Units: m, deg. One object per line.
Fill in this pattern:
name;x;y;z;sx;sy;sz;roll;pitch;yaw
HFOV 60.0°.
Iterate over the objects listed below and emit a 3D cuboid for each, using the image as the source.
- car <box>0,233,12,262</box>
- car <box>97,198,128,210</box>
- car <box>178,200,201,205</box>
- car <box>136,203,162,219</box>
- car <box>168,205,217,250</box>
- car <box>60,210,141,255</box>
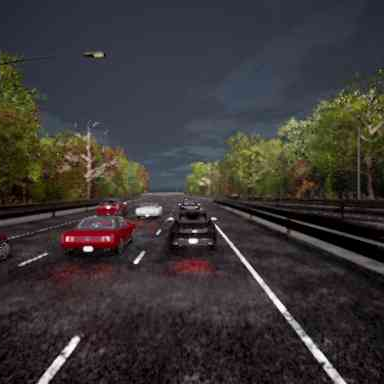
car;-6.940;1.526;9.202;1.812;1.442;4.674;0;0;0
car;-7.228;1.363;30.657;2.097;1.767;4.553;0;0;-1
car;-0.230;1.500;30.852;2.128;1.511;4.902;0;0;-1
car;-3.700;1.609;29.442;1.895;1.301;4.718;0;0;-1
car;0.020;1.505;14.341;1.837;1.490;4.892;0;0;-1
car;-3.468;1.601;13.297;1.895;1.301;4.718;0;0;0
